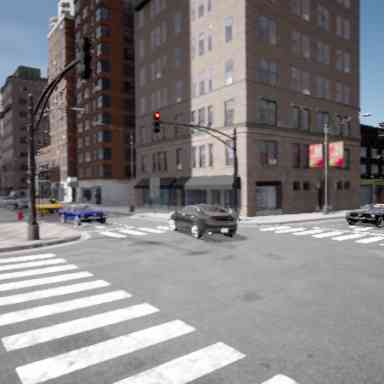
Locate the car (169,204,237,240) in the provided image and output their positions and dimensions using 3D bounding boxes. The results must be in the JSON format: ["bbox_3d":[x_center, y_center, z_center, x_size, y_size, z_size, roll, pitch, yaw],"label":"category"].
[{"bbox_3d":[0.400,1.357,16.407,1.837,1.490,4.892,2,0,-24],"label":"car"}]

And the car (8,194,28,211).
[{"bbox_3d":[-18.966,1.344,37.736,2.033,1.411,5.357,-2,1,-37],"label":"car"}]

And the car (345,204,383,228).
[{"bbox_3d":[11.689,1.436,21.020,4.718,1.301,1.895,0,1,-37],"label":"car"}]

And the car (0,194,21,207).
[{"bbox_3d":[-24.989,1.355,45.741,1.895,1.301,4.718,-2,1,-37],"label":"car"}]

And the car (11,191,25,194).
[{"bbox_3d":[-30.735,0.853,58.534,2.150,2.045,5.566,-2,1,-37],"label":"car"}]

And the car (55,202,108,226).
[{"bbox_3d":[-7.385,1.482,22.446,1.895,1.301,4.718,-2,1,-37],"label":"car"}]

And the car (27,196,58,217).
[{"bbox_3d":[-13.002,1.317,29.857,1.882,1.535,5.008,-2,1,-37],"label":"car"}]
